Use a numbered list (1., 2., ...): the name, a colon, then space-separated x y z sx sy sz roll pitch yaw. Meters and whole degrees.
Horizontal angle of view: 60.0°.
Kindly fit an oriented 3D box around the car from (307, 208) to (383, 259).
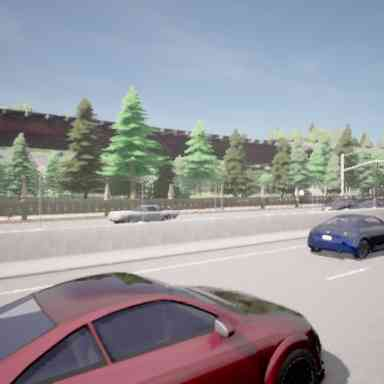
1. car: 6.231 1.521 12.486 4.181 1.385 1.994 0 0 -35

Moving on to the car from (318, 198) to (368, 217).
1. car: 14.233 1.389 31.212 4.902 1.511 2.128 0 0 -35

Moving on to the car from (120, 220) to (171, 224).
1. car: -3.350 1.555 23.086 4.718 1.301 1.895 0 0 -35

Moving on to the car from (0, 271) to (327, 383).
1. car: -0.547 1.557 3.347 4.181 1.385 1.994 0 0 -36
